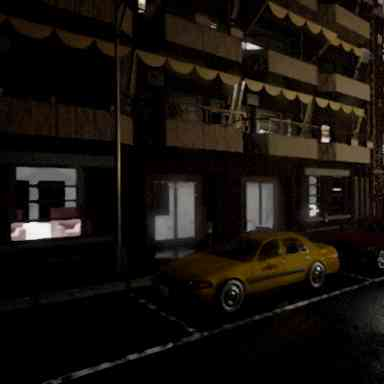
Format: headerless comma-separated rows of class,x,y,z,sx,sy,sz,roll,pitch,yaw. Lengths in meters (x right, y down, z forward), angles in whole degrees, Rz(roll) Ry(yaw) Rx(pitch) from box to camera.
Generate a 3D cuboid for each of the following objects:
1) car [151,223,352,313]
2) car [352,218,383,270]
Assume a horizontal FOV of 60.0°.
car,1.437,1.516,7.591,4.829,1.417,1.752,0,0,-36
car,6.073,1.526,10.899,4.507,1.381,1.887,0,0,-36
